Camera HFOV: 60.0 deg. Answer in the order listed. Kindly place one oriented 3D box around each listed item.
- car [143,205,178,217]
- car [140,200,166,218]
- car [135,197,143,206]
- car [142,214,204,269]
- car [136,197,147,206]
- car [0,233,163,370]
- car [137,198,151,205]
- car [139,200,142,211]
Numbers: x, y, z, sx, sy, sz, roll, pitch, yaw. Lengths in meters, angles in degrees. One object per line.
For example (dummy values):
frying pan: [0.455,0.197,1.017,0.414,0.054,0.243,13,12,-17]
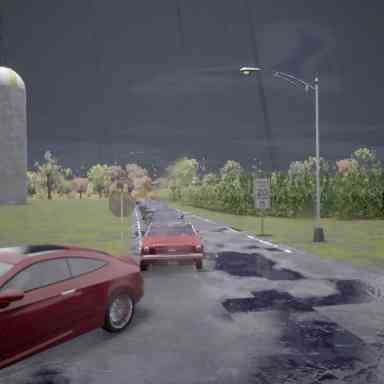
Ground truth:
car: [-1.413,1.650,17.817,1.994,1.385,4.181,-1,0,-10]
car: [-2.376,1.601,23.452,2.128,1.511,4.902,-1,0,-10]
car: [-6.057,1.692,43.905,2.128,1.511,4.902,-1,0,-11]
car: [-0.709,1.664,11.370,1.895,1.301,4.718,-1,0,-5]
car: [-9.741,1.767,63.422,1.882,1.535,5.008,-1,0,-11]
car: [-2.586,1.553,4.792,1.812,1.442,4.674,0,-1,31]
car: [-4.551,1.711,35.734,2.033,1.411,5.357,-1,0,-10]
car: [-3.502,1.702,29.871,1.994,1.385,4.181,-1,0,-10]
